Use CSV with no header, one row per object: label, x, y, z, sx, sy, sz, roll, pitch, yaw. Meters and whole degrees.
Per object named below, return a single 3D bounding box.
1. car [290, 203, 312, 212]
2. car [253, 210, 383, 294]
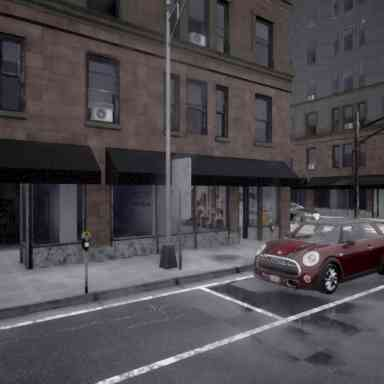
car,7.101,1.537,24.645,2.128,1.511,4.902,0,0,-35
car,3.494,1.440,8.692,4.097,1.590,1.967,0,0,-36
